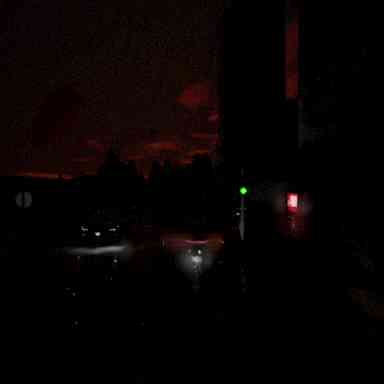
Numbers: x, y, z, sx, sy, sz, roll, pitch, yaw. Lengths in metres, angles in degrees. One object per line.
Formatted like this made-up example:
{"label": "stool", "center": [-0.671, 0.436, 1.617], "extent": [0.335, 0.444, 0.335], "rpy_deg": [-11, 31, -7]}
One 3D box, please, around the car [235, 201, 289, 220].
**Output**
{"label": "car", "center": [5.955, 1.552, 28.214], "extent": [4.892, 1.490, 1.837], "rpy_deg": [0, -3, -26]}

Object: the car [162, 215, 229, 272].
{"label": "car", "center": [0.100, 1.509, 10.869], "extent": [2.128, 1.511, 4.902], "rpy_deg": [0, 0, 0]}

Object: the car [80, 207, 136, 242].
{"label": "car", "center": [-4.003, 1.551, 16.533], "extent": [1.837, 1.490, 4.892], "rpy_deg": [0, 0, 0]}
